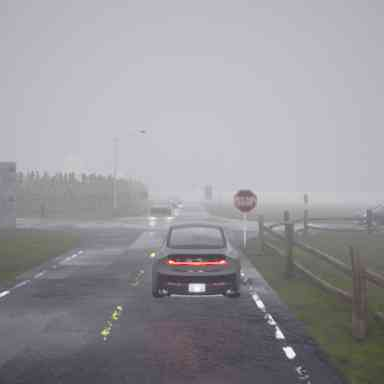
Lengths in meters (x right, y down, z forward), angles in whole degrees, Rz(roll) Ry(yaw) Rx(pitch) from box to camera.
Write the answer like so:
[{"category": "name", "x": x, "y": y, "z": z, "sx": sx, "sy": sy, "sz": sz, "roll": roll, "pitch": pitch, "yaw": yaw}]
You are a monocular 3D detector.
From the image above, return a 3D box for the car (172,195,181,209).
[{"category": "car", "x": -2.919, "y": 1.481, "z": 45.233, "sx": 1.882, "sy": 1.535, "sz": 5.008, "roll": 0, "pitch": 0, "yaw": 0}]

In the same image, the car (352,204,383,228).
[{"category": "car", "x": 14.277, "y": 1.647, "z": 24.365, "sx": 4.553, "sy": 1.767, "sz": 2.097, "roll": 1, "pitch": -1, "yaw": 0}]

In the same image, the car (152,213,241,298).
[{"category": "car", "x": 0.087, "y": 1.505, "z": 8.505, "sx": 1.837, "sy": 1.490, "sz": 4.892, "roll": 0, "pitch": 0, "yaw": 0}]

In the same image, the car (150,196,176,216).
[{"category": "car", "x": -2.902, "y": 1.480, "z": 32.510, "sx": 1.882, "sy": 1.535, "sz": 5.008, "roll": 0, "pitch": 0, "yaw": 0}]

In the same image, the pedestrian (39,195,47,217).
[{"category": "pedestrian", "x": -12.217, "y": 1.138, "z": 27.267, "sx": 0.375, "sy": 1.860, "sz": 0.375, "roll": 0, "pitch": -2, "yaw": 0}]
